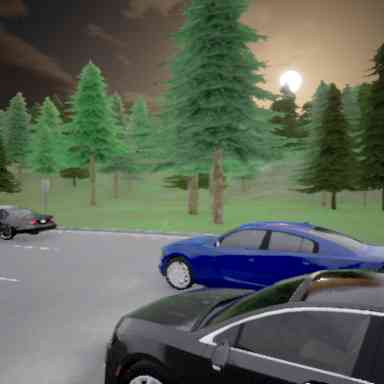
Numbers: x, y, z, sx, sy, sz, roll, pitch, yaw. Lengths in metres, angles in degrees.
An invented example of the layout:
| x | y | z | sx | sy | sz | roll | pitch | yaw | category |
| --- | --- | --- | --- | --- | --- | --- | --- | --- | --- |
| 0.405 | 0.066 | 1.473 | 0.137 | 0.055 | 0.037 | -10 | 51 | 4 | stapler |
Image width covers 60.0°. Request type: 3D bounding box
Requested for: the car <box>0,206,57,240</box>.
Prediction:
| x | y | z | sx | sy | sz | roll | pitch | yaw | category |
| --- | --- | --- | --- | --- | --- | --- | --- | --- | --- |
| -8.991 | 1.347 | 15.480 | 5.357 | 1.411 | 2.033 | 0 | 1 | 17 | car |

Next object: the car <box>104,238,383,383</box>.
| x | y | z | sx | sy | sz | roll | pitch | yaw | category |
| --- | --- | --- | --- | --- | --- | --- | --- | --- | --- |
| 1.350 | 1.450 | 2.756 | 4.892 | 1.490 | 1.837 | 0 | 0 | 35 | car |

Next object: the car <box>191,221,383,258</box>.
| x | y | z | sx | sy | sz | roll | pitch | yaw | category |
| --- | --- | --- | --- | --- | --- | --- | --- | --- | --- |
| 1.554 | 1.356 | 7.052 | 5.008 | 1.535 | 1.882 | 1 | 1 | 32 | car |
